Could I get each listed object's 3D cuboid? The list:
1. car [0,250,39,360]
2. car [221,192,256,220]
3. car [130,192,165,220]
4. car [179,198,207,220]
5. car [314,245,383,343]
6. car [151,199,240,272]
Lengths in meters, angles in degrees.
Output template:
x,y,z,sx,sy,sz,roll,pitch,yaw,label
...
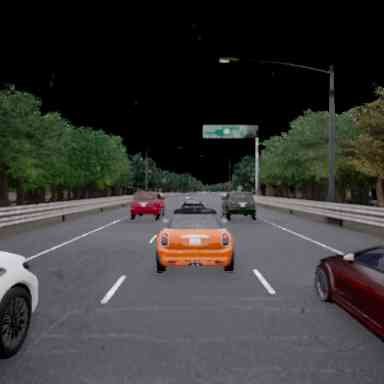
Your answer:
x,y,z,sx,sy,sz,roll,pitch,yaw,label
-3.443,1.197,2.731,2.150,2.045,5.566,0,0,1,car
3.582,1.013,26.102,2.150,2.045,5.566,0,0,0,car
-3.412,1.012,26.248,2.150,2.045,5.566,0,0,1,car
0.081,1.275,27.085,2.128,1.511,4.902,0,0,0,car
3.575,1.518,5.380,1.994,1.385,4.181,0,1,0,car
0.085,1.263,10.611,2.097,1.767,4.553,0,0,0,car
